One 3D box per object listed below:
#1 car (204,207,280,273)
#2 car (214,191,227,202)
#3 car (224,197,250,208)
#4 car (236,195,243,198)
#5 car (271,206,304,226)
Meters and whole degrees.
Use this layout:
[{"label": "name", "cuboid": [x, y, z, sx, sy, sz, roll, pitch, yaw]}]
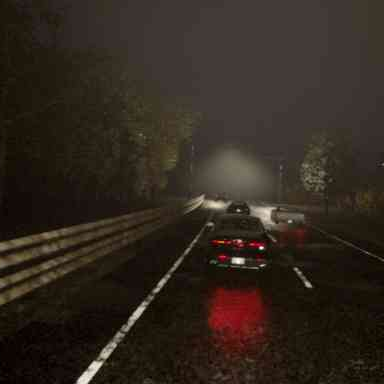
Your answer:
[{"label": "car", "cuboid": [1.497, 1.469, 10.741, 1.837, 1.490, 4.892, 3, 1, 8]}, {"label": "car", "cuboid": [5.463, 0.946, 63.471, 2.150, 2.045, 5.566, 3, 0, 1]}, {"label": "car", "cuboid": [4.048, 1.484, 28.813, 1.994, 1.385, 4.181, 3, 1, 8]}, {"label": "car", "cuboid": [12.923, 1.504, 91.287, 1.994, 1.385, 4.181, 3, 0, 9]}, {"label": "car", "cuboid": [7.051, 1.710, 25.028, 1.895, 1.301, 4.718, 3, 1, 8]}]
